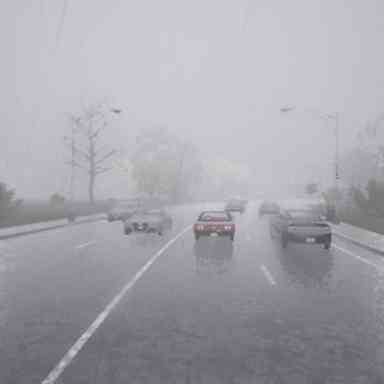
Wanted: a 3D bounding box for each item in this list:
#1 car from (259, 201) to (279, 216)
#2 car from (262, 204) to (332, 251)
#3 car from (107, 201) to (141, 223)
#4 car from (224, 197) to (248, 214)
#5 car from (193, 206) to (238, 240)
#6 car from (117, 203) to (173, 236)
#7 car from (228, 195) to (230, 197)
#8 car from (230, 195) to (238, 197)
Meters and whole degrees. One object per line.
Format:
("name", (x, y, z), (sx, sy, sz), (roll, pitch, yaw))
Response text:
("car", (7.651, 1.590, 32.649), (1.994, 1.385, 4.181), (0, 0, 13))
("car", (4.487, 1.504, 14.301), (2.128, 1.511, 4.902), (0, 0, 6))
("car", (-4.798, 1.487, 25.219), (1.837, 1.490, 4.892), (0, 0, 10))
("car", (4.618, 1.561, 35.153), (2.033, 1.411, 5.357), (0, 0, 14))
("car", (1.237, 1.604, 16.964), (1.895, 1.301, 4.718), (0, 0, 7))
("car", (-2.282, 1.556, 18.275), (1.994, 1.385, 4.181), (0, 0, 7))
("car", (7.788, 1.370, 65.011), (2.097, 1.767, 4.553), (0, 0, 25))
("car", (8.564, 1.547, 58.176), (1.812, 1.442, 4.674), (0, 0, 23))
